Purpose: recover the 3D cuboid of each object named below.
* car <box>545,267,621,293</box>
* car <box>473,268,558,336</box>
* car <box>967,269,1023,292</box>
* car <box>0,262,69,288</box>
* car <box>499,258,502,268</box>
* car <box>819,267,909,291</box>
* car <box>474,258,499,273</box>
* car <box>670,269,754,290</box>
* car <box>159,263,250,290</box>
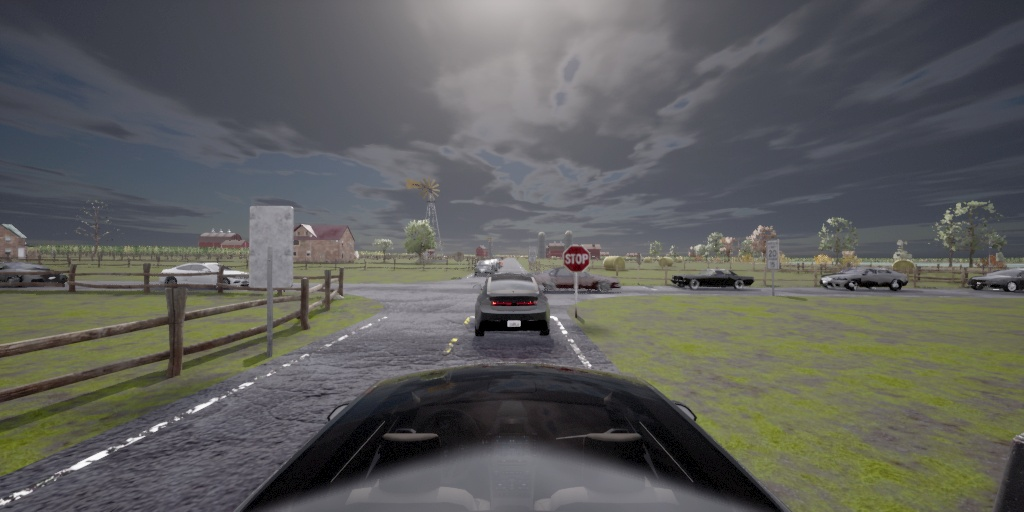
[{"bbox_3d":[3.400,1.332,20.604,5.357,1.411,2.033,1,-1,-1],"label":"car"},{"bbox_3d":[-0.061,1.256,10.378,1.837,1.490,4.892,0,0,-3],"label":"car"},{"bbox_3d":[33.550,1.604,23.922,4.892,1.490,1.837,1,-1,0],"label":"car"},{"bbox_3d":[-27.965,1.030,20.233,4.181,1.385,1.994,1,-1,-1],"label":"car"},{"bbox_3d":[-2.789,1.241,46.590,2.128,1.511,4.902,0,0,0],"label":"car"},{"bbox_3d":[23.235,1.495,23.805,4.902,1.511,2.128,1,-1,-1],"label":"car"},{"bbox_3d":[-2.809,1.243,37.069,2.128,1.511,4.902,0,0,0],"label":"car"},{"bbox_3d":[13.084,1.508,23.653,4.718,1.301,1.895,1,-1,-2],"label":"car"},{"bbox_3d":[-17.217,1.104,20.359,4.674,1.442,1.812,1,-1,-1],"label":"car"}]
